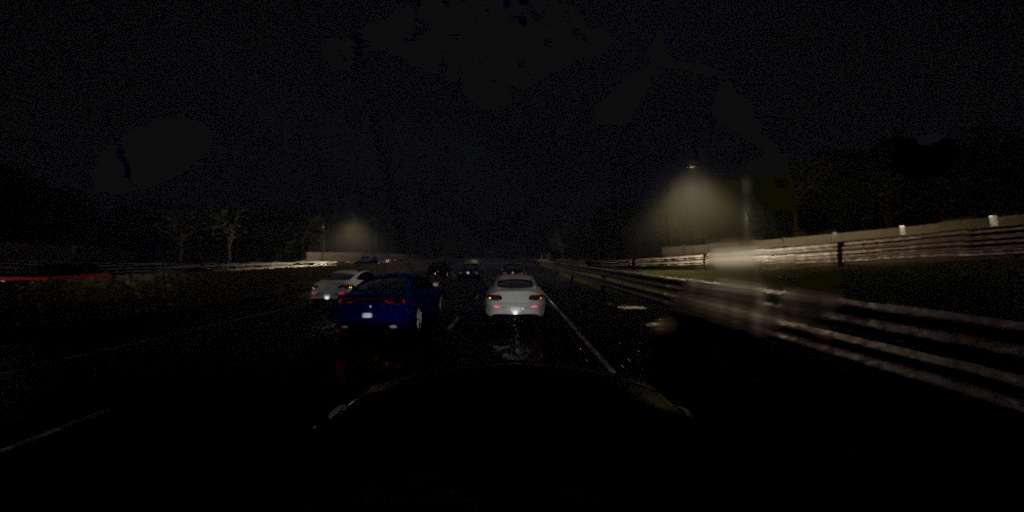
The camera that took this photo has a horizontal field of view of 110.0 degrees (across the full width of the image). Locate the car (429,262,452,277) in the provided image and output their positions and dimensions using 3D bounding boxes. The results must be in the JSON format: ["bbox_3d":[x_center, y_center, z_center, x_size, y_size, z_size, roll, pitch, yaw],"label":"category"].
[{"bbox_3d":[-6.918,1.328,34.725,1.837,1.490,4.892,0,0,0],"label":"car"}]

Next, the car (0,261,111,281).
[{"bbox_3d":[-21.106,1.138,16.102,2.097,1.767,4.553,0,0,0],"label":"car"}]

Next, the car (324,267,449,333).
[{"bbox_3d":[-3.405,1.251,10.908,1.882,1.535,5.008,0,0,0],"label":"car"}]

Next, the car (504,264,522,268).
[{"bbox_3d":[0.084,1.363,30.305,2.033,1.411,5.357,0,0,0],"label":"car"}]

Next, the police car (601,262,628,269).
[{"bbox_3d":[15.211,1.211,53.833,2.038,1.542,4.974,0,-1,-18],"label":"police car"}]

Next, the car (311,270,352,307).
[{"bbox_3d":[-6.894,1.311,15.680,1.812,1.442,4.674,0,0,0],"label":"car"}]

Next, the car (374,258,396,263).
[{"bbox_3d":[-21.031,1.385,61.031,2.128,1.511,4.902,0,0,0],"label":"car"}]

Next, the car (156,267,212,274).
[{"bbox_3d":[-17.608,1.318,19.048,1.812,1.442,4.674,0,0,0],"label":"car"}]

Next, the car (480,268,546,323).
[{"bbox_3d":[0.094,1.302,12.135,1.812,1.442,4.674,0,0,0],"label":"car"}]

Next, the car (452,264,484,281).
[{"bbox_3d":[-3.416,1.363,30.361,2.033,1.411,5.357,0,0,0],"label":"car"}]

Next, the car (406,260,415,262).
[{"bbox_3d":[-17.531,1.277,61.005,1.895,1.301,4.718,0,0,0],"label":"car"}]
